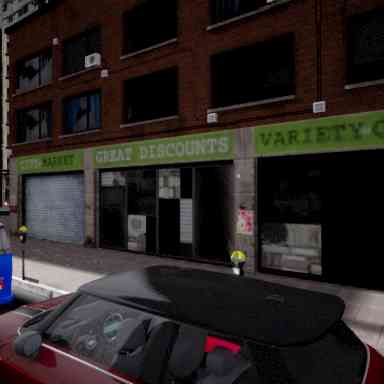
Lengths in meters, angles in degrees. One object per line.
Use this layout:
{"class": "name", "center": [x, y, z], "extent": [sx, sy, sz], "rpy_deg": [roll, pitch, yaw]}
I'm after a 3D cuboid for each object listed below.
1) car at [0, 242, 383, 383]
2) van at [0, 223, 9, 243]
{"class": "car", "center": [-0.453, 1.440, 3.050], "extent": [4.097, 1.590, 1.967], "rpy_deg": [0, 0, 36]}
{"class": "van", "center": [-5.084, 1.343, 6.357], "extent": [3.998, 1.788, 1.690], "rpy_deg": [0, 0, 36]}
